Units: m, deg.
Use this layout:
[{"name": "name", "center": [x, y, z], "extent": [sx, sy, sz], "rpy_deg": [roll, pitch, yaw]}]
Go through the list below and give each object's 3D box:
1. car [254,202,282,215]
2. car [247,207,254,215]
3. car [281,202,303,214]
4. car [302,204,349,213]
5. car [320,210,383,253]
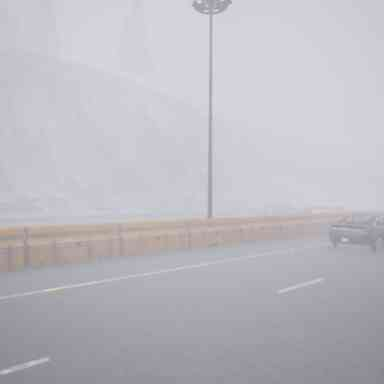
[{"name": "car", "center": [9.824, 1.956, 38.479], "extent": [4.553, 1.767, 2.097], "rpy_deg": [1, -1, -35]}, {"name": "car", "center": [9.489, 2.207, 42.550], "extent": [5.357, 1.411, 2.033], "rpy_deg": [1, -1, -34]}, {"name": "car", "center": [12.443, 2.077, 36.055], "extent": [4.902, 1.511, 2.128], "rpy_deg": [1, -1, -34]}, {"name": "car", "center": [13.391, 2.018, 32.455], "extent": [5.008, 1.535, 1.882], "rpy_deg": [1, -1, -35]}, {"name": "car", "center": [8.037, 1.752, 14.942], "extent": [4.902, 1.511, 2.128], "rpy_deg": [1, -1, -39]}]
